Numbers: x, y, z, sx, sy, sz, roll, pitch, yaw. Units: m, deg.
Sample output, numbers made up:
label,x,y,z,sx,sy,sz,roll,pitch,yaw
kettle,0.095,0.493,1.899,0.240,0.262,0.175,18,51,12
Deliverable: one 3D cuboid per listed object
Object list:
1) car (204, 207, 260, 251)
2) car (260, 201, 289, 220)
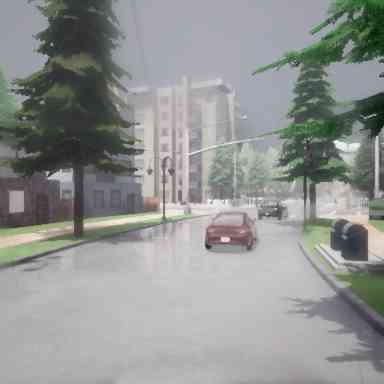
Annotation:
label,x,y,z,sx,sy,sz,roll,pitch,yaw
car,1.733,1.532,14.094,1.812,1.442,4.674,0,0,14
car,6.828,1.494,27.784,2.128,1.511,4.902,0,0,25
